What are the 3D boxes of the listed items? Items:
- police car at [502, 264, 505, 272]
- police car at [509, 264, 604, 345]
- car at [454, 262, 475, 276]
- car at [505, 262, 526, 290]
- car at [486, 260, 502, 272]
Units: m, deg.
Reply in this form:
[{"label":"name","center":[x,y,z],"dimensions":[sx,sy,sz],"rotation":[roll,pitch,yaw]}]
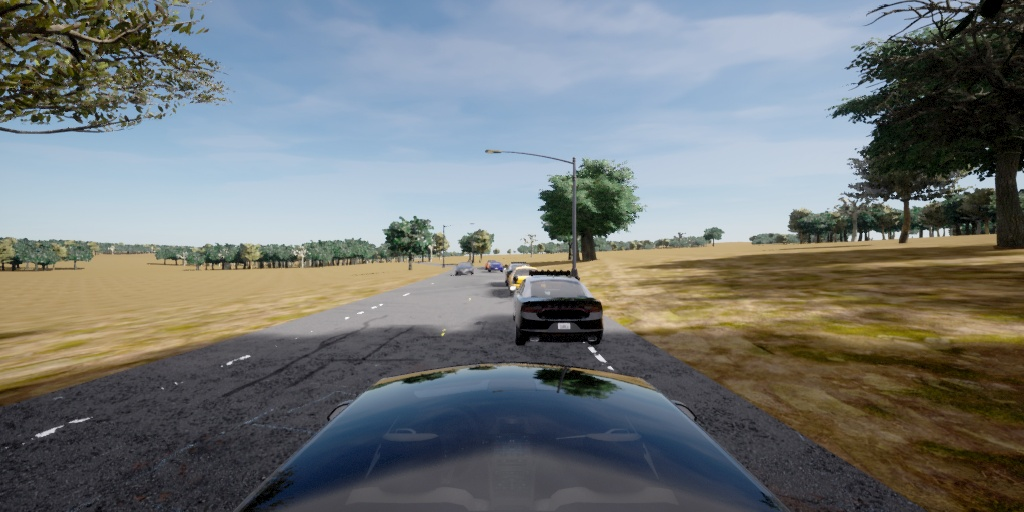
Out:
[{"label":"police car","center":[0.467,1.224,25.763],"dimensions":[1.930,1.638,5.238],"rotation":[0,0,-3]},{"label":"police car","center":[0.992,1.189,9.680],"dimensions":[1.930,1.638,5.238],"rotation":[0,0,-1]},{"label":"car","center":[-5.011,1.368,38.375],"dimensions":[1.812,1.442,4.674],"rotation":[0,0,-4]},{"label":"car","center":[0.723,1.241,19.814],"dimensions":[1.801,1.575,5.366],"rotation":[0,0,-2]},{"label":"car","center":[-2.201,1.453,48.353],"dimensions":[1.812,1.442,4.674],"rotation":[0,-1,-5]}]
